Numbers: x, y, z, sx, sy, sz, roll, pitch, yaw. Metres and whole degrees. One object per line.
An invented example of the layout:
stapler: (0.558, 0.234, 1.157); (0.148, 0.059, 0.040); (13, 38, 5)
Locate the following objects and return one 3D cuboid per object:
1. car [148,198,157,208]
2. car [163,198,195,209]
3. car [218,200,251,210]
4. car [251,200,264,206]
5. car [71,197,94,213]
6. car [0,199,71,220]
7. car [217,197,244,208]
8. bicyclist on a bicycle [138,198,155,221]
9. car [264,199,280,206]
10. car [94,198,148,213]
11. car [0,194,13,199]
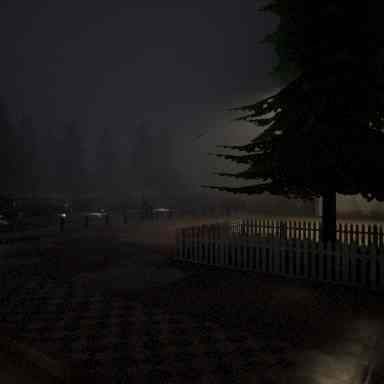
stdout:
car: (-6.605, 1.526, 44.741); (1.812, 1.442, 4.674); (0, 0, 36)
car: (-1.650, 1.547, 45.645); (2.033, 1.411, 5.357); (0, 0, 36)
car: (5.535, 1.526, 43.379); (1.812, 1.442, 4.674); (0, 0, 35)
car: (10.924, 1.564, 56.952); (1.994, 1.385, 4.181); (0, 0, 35)
car: (-12.549, 1.352, 36.406); (2.097, 1.767, 4.553); (0, 0, 36)
car: (-13.661, 1.547, 28.817); (2.033, 1.411, 5.357); (0, 0, 35)
car: (5.746, 1.505, 49.689); (1.837, 1.490, 4.892); (0, 0, 36)
bicyclist on a bicycle: (-3.355, 1.302, 24.352); (1.656, 1.620, 0.582); (0, 0, 35)
car: (14.496, 1.547, 55.937); (2.033, 1.411, 5.357); (0, 0, 36)
car: (-7.817, 1.547, 37.015); (2.033, 1.411, 5.357); (0, 0, 35)
car: (-18.148, 1.222, 28.551); (2.150, 2.045, 5.566); (0, 0, 35)
